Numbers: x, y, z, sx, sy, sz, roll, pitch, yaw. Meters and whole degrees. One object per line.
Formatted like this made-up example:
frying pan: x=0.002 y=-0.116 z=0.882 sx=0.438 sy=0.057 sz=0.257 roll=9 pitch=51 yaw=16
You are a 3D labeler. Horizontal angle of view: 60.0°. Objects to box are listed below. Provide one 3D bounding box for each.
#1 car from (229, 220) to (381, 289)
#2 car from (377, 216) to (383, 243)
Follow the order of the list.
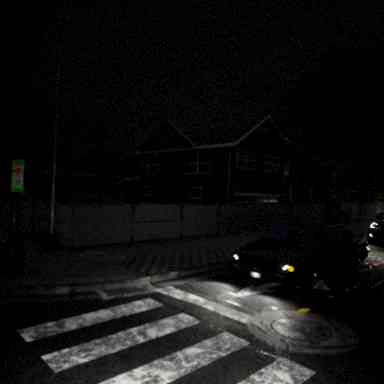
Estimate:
car: x=3.405 y=1.614 z=9.646 sx=5.357 sy=1.411 sz=2.033 roll=2 pitch=1 yaw=-44
car: x=10.525 y=1.642 z=16.504 sx=4.553 sy=1.767 sz=2.097 roll=2 pitch=1 yaw=-44
